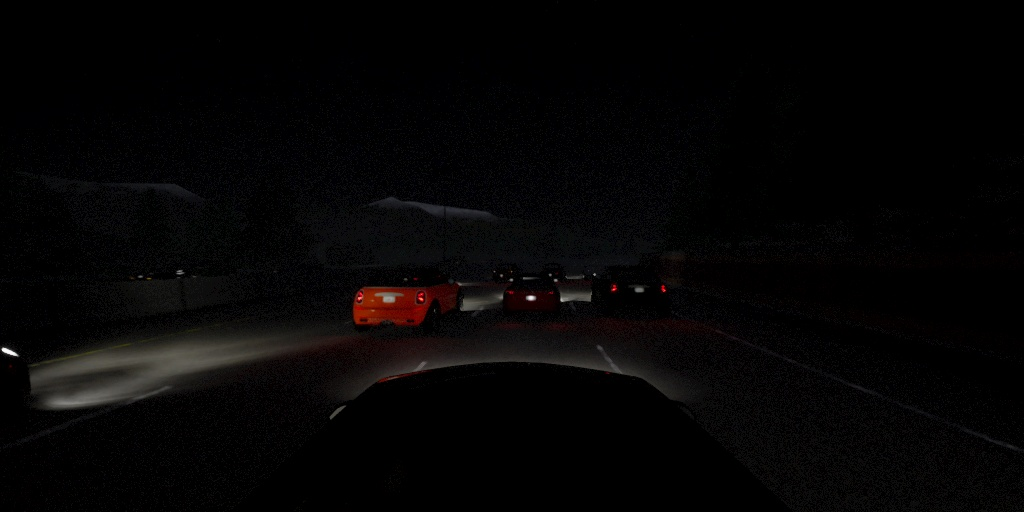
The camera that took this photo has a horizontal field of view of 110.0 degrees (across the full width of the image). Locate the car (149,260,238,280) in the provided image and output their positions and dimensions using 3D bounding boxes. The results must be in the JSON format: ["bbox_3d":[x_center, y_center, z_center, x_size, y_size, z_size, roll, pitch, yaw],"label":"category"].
[{"bbox_3d":[-22.489,1.061,25.826,2.097,1.767,4.553,0,0,9],"label":"car"}]

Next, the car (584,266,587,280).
[{"bbox_3d":[7.450,1.335,31.998,1.812,1.442,4.674,0,0,14],"label":"car"}]

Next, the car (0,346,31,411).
[{"bbox_3d":[-6.799,1.082,2.333,2.097,1.767,4.553,0,0,0],"label":"car"}]

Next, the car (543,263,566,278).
[{"bbox_3d":[3.558,1.321,30.749,1.812,1.442,4.674,0,0,13],"label":"car"}]

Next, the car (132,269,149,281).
[{"bbox_3d":[-25.820,1.264,27.183,1.994,1.385,4.181,0,0,9],"label":"car"}]

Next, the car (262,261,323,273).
[{"bbox_3d":[-15.368,1.296,26.070,1.994,1.385,4.181,0,0,10],"label":"car"}]

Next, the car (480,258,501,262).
[{"bbox_3d":[-3.246,1.168,65.073,2.097,1.767,4.553,0,0,25],"label":"car"}]

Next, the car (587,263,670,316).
[{"bbox_3d":[4.334,1.130,13.767,2.097,1.767,4.553,0,0,5],"label":"car"}]

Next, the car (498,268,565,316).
[{"bbox_3d":[0.800,1.331,13.585,1.994,1.385,4.181,0,0,5],"label":"car"}]

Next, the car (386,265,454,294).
[{"bbox_3d":[-5.320,1.305,21.579,2.033,1.411,5.357,0,0,8],"label":"car"}]

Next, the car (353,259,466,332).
[{"bbox_3d":[-2.922,1.104,11.058,2.097,1.767,4.553,0,0,4],"label":"car"}]

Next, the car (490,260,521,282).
[{"bbox_3d":[-0.323,1.308,29.361,1.812,1.442,4.674,0,0,12],"label":"car"}]
